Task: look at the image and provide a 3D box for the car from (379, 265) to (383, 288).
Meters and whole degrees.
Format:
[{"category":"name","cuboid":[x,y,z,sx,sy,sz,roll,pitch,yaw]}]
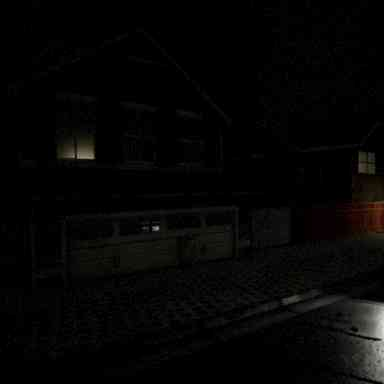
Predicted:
[{"category":"car","cuboid":[6.548,1.551,7.887,5.357,1.411,2.033,0,0,-37]}]
